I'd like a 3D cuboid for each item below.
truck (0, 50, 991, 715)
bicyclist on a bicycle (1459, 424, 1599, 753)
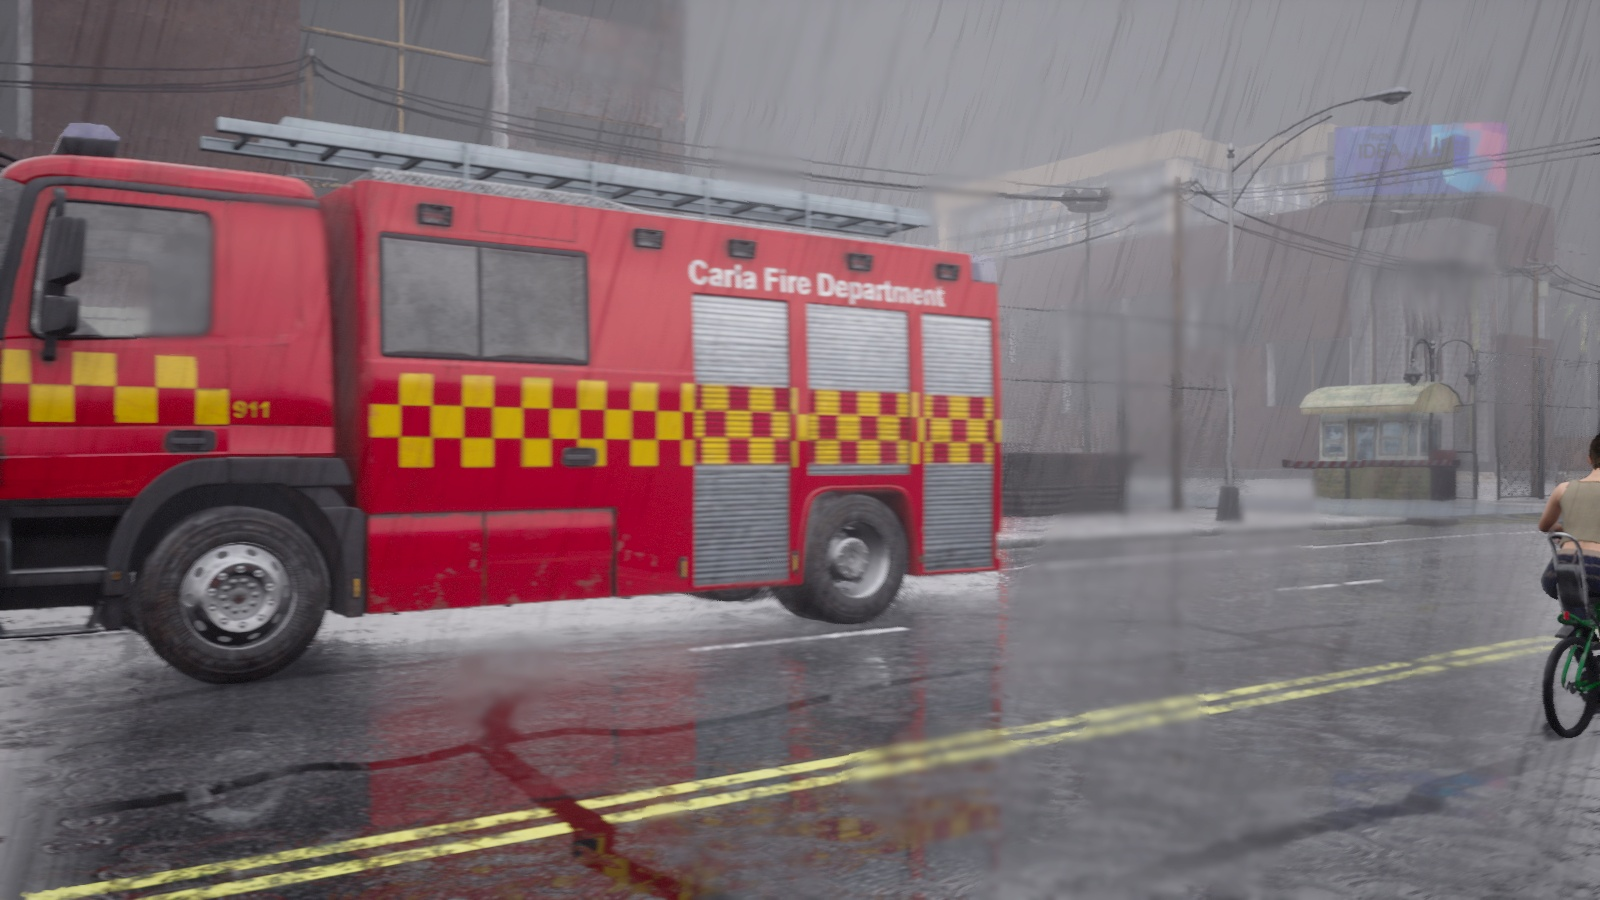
[{"bbox_3d":[-2.527,-0.389,10.433,8.468,3.827,2.891,0,0,-35],"label":"truck"},{"bbox_3d":[4.411,0.689,6.802,1.509,1.612,0.866,1,-1,-34],"label":"bicyclist on a bicycle"}]
